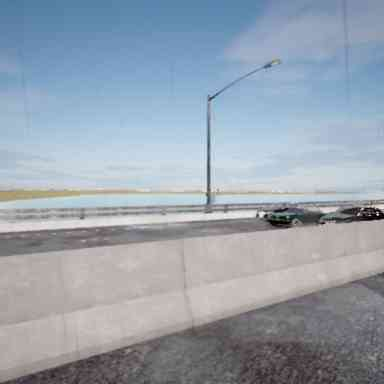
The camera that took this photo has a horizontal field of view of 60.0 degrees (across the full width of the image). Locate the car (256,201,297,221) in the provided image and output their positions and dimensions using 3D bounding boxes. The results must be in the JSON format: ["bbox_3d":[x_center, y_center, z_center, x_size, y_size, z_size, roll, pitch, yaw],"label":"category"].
[{"bbox_3d":[7.165,1.505,26.180,4.902,1.511,2.128,0,0,-35],"label":"car"}]

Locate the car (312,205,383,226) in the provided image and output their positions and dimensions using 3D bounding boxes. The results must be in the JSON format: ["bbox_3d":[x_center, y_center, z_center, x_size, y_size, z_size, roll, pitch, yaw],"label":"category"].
[{"bbox_3d":[9.371,1.517,19.177,4.892,1.490,1.837,0,0,-35],"label":"car"}]

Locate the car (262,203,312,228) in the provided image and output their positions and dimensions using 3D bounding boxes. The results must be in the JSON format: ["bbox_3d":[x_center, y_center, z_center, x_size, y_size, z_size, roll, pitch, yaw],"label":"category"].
[{"bbox_3d":[7.119,1.613,21.875,4.718,1.301,1.895,0,0,-35],"label":"car"}]
